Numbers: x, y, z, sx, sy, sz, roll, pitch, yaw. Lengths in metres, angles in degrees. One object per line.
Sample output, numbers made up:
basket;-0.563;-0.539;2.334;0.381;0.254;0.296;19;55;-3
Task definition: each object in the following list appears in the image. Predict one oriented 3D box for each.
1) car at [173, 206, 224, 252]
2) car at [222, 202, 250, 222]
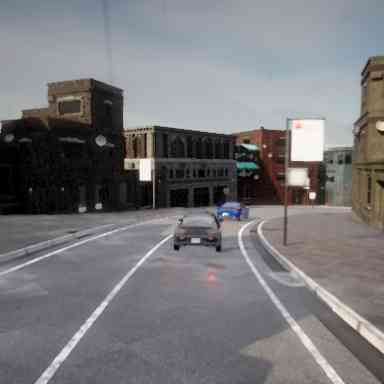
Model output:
car;0.341;1.557;14.047;1.812;1.442;4.674;0;0;5
car;3.590;1.593;28.186;1.882;1.535;5.008;2;0;21
